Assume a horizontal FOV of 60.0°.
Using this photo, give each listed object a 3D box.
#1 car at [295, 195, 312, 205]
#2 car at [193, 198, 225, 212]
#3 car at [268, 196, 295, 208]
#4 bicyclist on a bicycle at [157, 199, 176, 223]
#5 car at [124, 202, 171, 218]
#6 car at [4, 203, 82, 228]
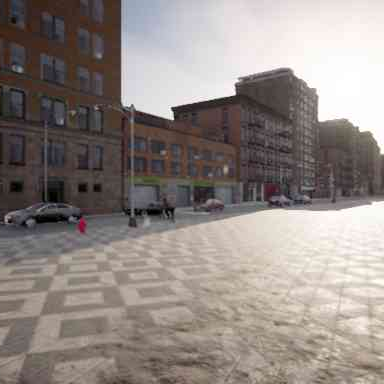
[{"bbox_3d":[18.460,1.280,55.463,2.097,1.767,4.553,0,0,36],"label":"car"},{"bbox_3d":[2.049,1.477,38.149,1.812,1.442,4.674,0,0,36],"label":"car"},{"bbox_3d":[12.462,1.293,47.141,2.097,1.767,4.553,0,0,36],"label":"car"},{"bbox_3d":[-1.707,1.282,22.305,1.656,1.620,0.582,0,0,36],"label":"bicyclist on a bicycle"},{"bbox_3d":[-3.849,1.564,29.995,1.895,1.301,4.718,0,0,36],"label":"car"},{"bbox_3d":[-9.652,1.466,21.946,2.128,1.511,4.902,0,0,36],"label":"car"}]
